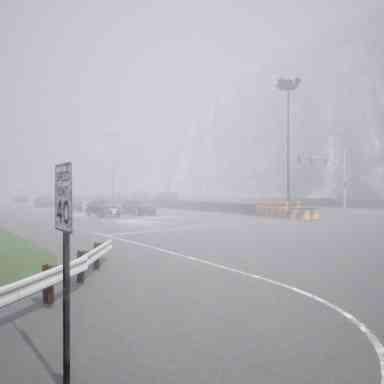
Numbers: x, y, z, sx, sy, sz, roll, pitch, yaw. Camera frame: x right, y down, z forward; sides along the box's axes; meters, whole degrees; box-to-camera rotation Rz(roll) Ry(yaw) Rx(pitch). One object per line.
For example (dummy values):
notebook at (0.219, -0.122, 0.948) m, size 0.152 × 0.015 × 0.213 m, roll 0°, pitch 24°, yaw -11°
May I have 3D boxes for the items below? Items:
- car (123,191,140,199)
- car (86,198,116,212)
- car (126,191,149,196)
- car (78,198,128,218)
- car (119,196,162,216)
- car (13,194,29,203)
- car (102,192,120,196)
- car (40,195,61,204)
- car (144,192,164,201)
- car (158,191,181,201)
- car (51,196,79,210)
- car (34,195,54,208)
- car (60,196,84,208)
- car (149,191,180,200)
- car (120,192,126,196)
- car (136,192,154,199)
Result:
car at (-14.068, 0.740, 77.427) m, size 2.097 × 1.767 × 4.553 m, roll 0°, pitch 1°, yaw -38°
car at (-10.693, 1.448, 38.868) m, size 1.994 × 1.385 × 4.181 m, roll 0°, pitch 0°, yaw -38°
car at (-10.443, 0.831, 67.111) m, size 2.150 × 2.045 × 5.566 m, roll 0°, pitch 1°, yaw -38°
car at (-8.030, 1.423, 29.826) m, size 2.128 × 1.511 × 4.902 m, roll 0°, pitch 0°, yaw -38°
car at (-5.214, 1.430, 31.908) m, size 1.837 × 1.490 × 4.892 m, roll 0°, pitch 0°, yaw -38°
car at (-29.448, 1.123, 57.323) m, size 1.812 × 1.442 × 4.674 m, roll 0°, pitch 1°, yaw -38°
car at (-17.801, 0.850, 70.843) m, size 2.097 × 1.767 × 4.553 m, roll 0°, pitch 1°, yaw -38°
car at (-23.789, 1.206, 55.692) m, size 2.033 × 1.411 × 5.357 m, roll 0°, pitch 1°, yaw -38°
car at (-7.904, 0.951, 69.547) m, size 2.097 × 1.767 × 4.553 m, roll 0°, pitch 1°, yaw -38°
car at (-4.931, 0.814, 71.426) m, size 2.150 × 2.045 × 5.566 m, roll 0°, pitch 1°, yaw -38°
car at (-13.755, 1.490, 37.104) m, size 1.895 × 1.301 × 4.718 m, roll 0°, pitch 0°, yaw -38°
car at (-20.134, 1.305, 45.267) m, size 1.837 × 1.490 × 4.892 m, roll 0°, pitch 1°, yaw -38°
car at (-16.938, 1.306, 46.871) m, size 1.837 × 1.490 × 4.892 m, roll 0°, pitch 1°, yaw -38°
car at (-4.184, 1.019, 53.591) m, size 2.150 × 2.045 × 5.566 m, roll 0°, pitch 1°, yaw -38°
car at (-16.825, 0.748, 75.270) m, size 2.097 × 1.767 × 4.553 m, roll 0°, pitch 1°, yaw -38°
car at (-11.332, 0.902, 79.610) m, size 2.128 × 1.511 × 4.902 m, roll 0°, pitch 1°, yaw -38°
